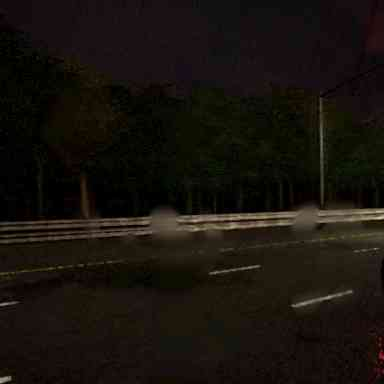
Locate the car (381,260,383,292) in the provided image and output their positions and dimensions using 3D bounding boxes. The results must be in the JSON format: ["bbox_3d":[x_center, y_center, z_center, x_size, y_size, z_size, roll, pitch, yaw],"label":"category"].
[{"bbox_3d":[6.240,1.648,7.506,4.892,1.490,1.837,0,-2,-32],"label":"car"}]
